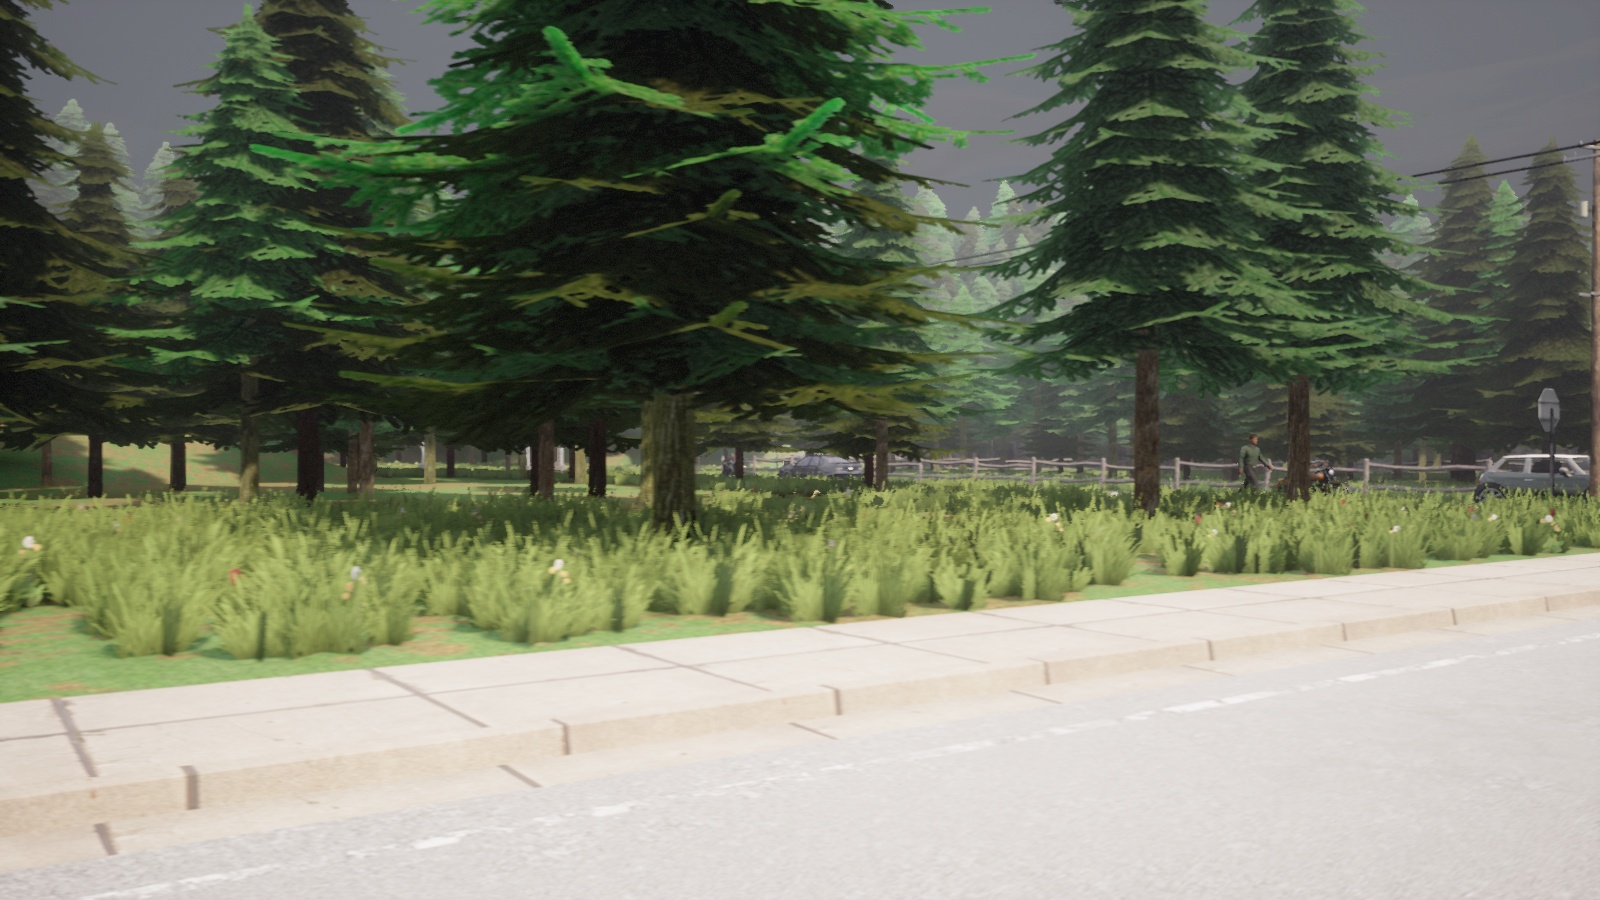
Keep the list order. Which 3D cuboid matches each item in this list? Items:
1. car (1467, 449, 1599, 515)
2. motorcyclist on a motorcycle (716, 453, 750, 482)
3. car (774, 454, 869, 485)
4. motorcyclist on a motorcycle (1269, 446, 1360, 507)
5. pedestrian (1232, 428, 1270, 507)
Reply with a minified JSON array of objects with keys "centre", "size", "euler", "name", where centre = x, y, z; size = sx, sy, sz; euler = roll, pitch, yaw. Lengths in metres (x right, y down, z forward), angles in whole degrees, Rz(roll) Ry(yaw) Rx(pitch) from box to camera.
[{"centre":[18.086,0.720,29.489],"size":[1.970,1.475,3.806],"euler":[0,0,-32],"name":"car"},{"centre":[-3.690,0.942,68.892],"size":[0.866,1.530,2.191],"euler":[0,0,-35],"name":"motorcyclist on a motorcycle"},{"centre":[0.995,0.928,61.897],"size":[2.033,1.411,5.357],"euler":[0,0,-34],"name":"car"},{"centre":[14.444,0.727,35.291],"size":[0.766,1.649,2.350],"euler":[0,0,-32],"name":"motorcyclist on a motorcycle"},{"centre":[11.276,0.433,31.410],"size":[0.423,1.949,0.788],"euler":[0,0,-33],"name":"pedestrian"}]
